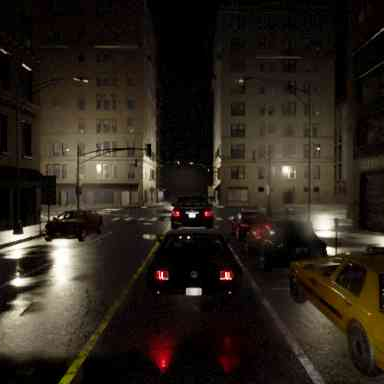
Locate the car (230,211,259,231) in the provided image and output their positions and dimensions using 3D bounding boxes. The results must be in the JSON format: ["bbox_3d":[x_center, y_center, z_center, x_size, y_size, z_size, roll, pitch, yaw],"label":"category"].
[{"bbox_3d":[2.877,1.576,16.347,1.802,1.307,4.206,-1,0,0],"label":"car"}]

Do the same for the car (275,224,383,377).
[{"bbox_3d":[2.868,1.524,5.345,1.752,1.417,4.829,-1,0,0],"label":"car"}]

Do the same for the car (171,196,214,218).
[{"bbox_3d":[0.009,1.215,18.508,2.150,2.045,5.566,0,0,0],"label":"car"}]

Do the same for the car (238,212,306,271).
[{"bbox_3d":[2.873,1.562,10.761,1.947,1.339,4.313,-1,0,0],"label":"car"}]

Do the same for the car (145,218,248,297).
[{"bbox_3d":[0.051,1.598,8.516,1.895,1.301,4.718,0,0,0],"label":"car"}]

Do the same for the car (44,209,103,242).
[{"bbox_3d":[-5.668,1.539,16.351,1.887,1.381,4.507,-1,0,0],"label":"car"}]
